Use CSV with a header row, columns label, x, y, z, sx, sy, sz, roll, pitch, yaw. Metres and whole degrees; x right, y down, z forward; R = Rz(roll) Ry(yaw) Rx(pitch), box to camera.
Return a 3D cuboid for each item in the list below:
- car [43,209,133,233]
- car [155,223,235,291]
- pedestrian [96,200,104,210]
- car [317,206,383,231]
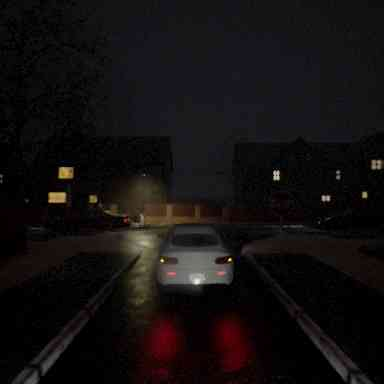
label,x,y,z,sx,sy,sz,roll,pitch,yaw
car,-6.552,1.825,21.305,5.357,1.411,2.033,-1,-2,1
car,0.013,1.585,9.106,1.812,1.442,4.674,0,0,-2
pedestrian,-6.723,1.513,24.230,0.375,1.860,0.375,0,-1,1
car,10.415,1.648,21.094,4.674,1.442,1.812,0,-2,1
